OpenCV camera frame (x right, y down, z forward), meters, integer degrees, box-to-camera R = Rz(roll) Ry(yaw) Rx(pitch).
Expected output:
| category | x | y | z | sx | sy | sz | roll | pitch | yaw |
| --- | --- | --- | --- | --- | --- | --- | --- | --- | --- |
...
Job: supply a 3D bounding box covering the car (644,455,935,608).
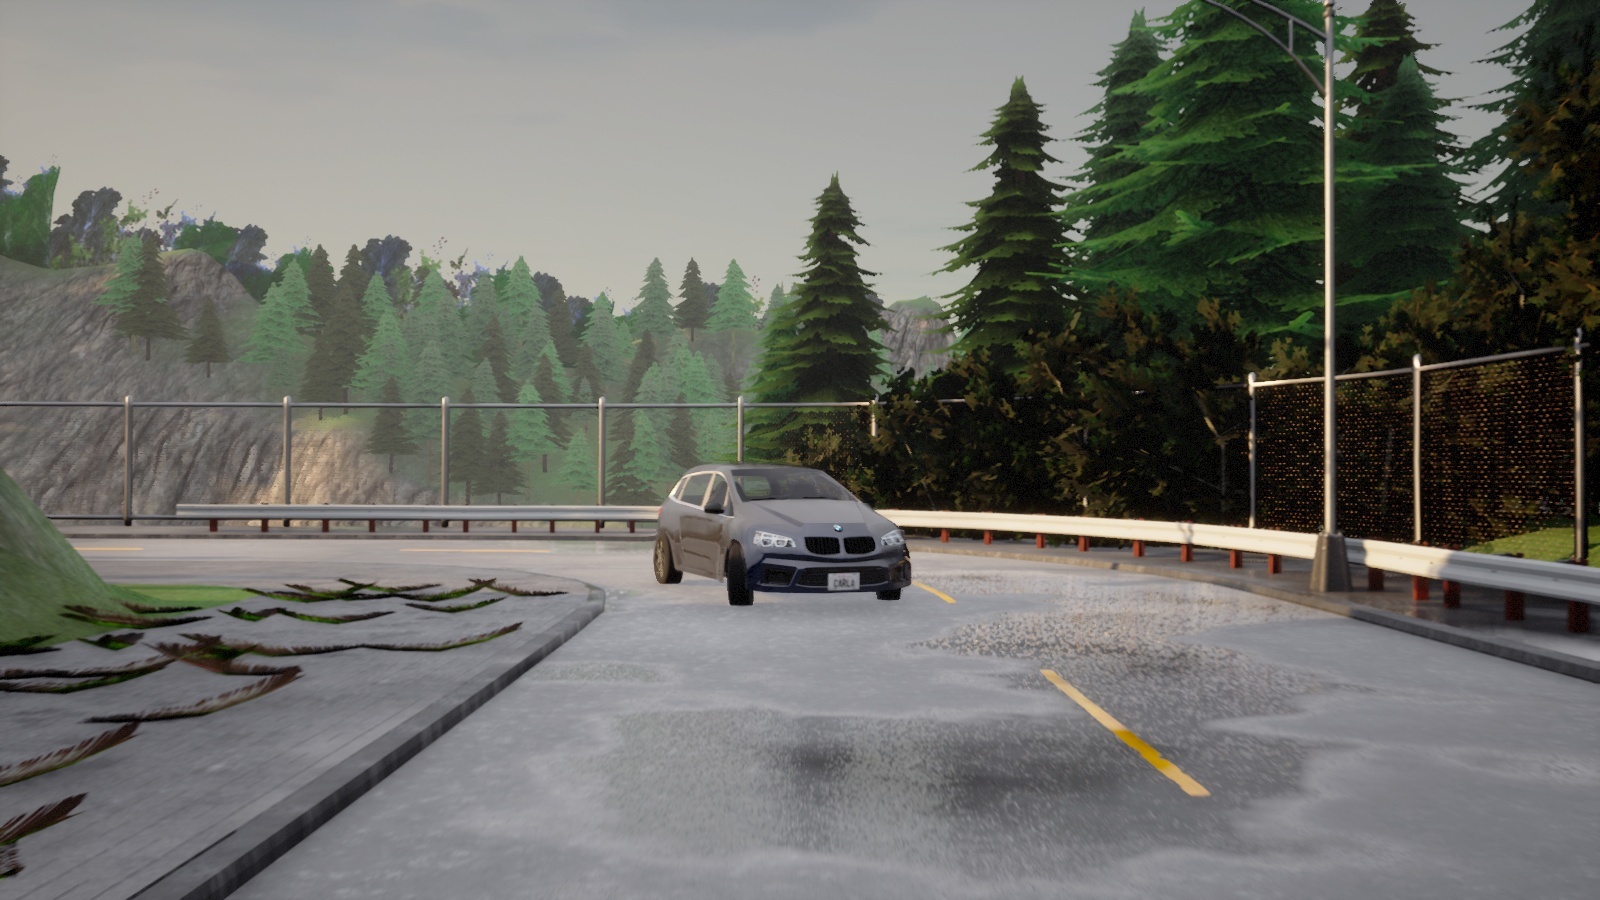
| category | x | y | z | sx | sy | sz | roll | pitch | yaw |
| --- | --- | --- | --- | --- | --- | --- | --- | --- | --- |
| car | -0.340 | 0.933 | 16.244 | 2.242 | 1.667 | 4.611 | 0 | -1 | -22 |
